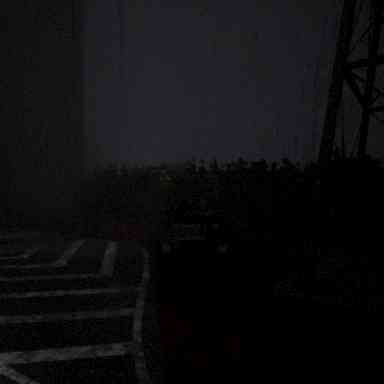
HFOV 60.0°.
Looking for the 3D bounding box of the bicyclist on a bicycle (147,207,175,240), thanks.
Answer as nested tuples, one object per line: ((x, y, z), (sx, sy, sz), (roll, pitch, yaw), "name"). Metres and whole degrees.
((-1.117, 1.317, 14.573), (0.582, 1.656, 1.620), (-34, 13, 40), "bicyclist on a bicycle")

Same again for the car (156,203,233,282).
((0.135, 1.288, 9.682), (1.905, 1.878, 3.866), (0, 0, 3), "car")
